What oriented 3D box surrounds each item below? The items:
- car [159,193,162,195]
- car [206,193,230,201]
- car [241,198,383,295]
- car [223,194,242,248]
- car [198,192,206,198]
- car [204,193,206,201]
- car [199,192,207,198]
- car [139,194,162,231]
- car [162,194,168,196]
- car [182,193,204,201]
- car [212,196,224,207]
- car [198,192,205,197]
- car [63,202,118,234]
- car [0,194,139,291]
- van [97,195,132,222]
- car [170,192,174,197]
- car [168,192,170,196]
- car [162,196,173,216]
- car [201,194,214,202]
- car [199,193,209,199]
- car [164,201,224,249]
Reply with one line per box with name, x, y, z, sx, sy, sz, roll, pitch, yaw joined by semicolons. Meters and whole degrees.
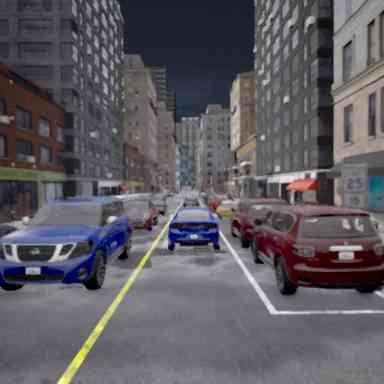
car;-5.802;1.081;47.551;1.967;1.590;4.097;-1;1;0
car;2.768;1.033;30.814;2.192;1.841;5.009;-1;1;0
car;2.819;1.227;8.471;2.192;1.841;5.009;-1;0;0
car;2.807;1.179;14.057;2.192;1.841;5.009;-1;0;0
car;2.645;0.762;86.672;1.947;1.339;4.313;-1;1;0
car;2.746;1.141;42.157;1.752;1.417;4.829;-1;1;0
car;2.657;0.775;81.256;1.752;1.417;4.829;-1;1;0
car;-3.141;1.223;19.264;2.097;1.767;4.553;-1;1;0
car;-5.831;0.978;58.722;1.967;1.590;4.097;-1;1;0
car;-0.097;1.167;38.380;2.128;1.511;4.902;-1;1;0
car;2.785;1.291;25.400;1.752;1.417;4.829;-1;1;0
car;2.632;0.723;92.258;1.802;1.307;4.206;-1;1;0
car;-5.730;1.417;19.454;1.752;1.417;4.829;-1;0;0
car;-3.125;1.178;9.309;2.150;2.045;5.566;0;0;0
van;-5.748;1.183;25.208;1.690;1.788;3.998;-1;1;0
car;-5.913;0.761;92.236;1.887;1.381;4.507;-1;1;0
car;-5.842;1.068;64.309;1.802;1.307;4.206;-1;1;0
car;-3.114;1.327;29.626;2.033;1.411;5.357;0;1;0
car;2.709;1.014;58.744;2.008;1.369;4.403;-1;1;0
car;2.670;0.856;75.501;2.008;1.369;4.403;-1;1;0
car;0.061;1.367;13.961;1.882;1.535;5.008;-1;0;0
